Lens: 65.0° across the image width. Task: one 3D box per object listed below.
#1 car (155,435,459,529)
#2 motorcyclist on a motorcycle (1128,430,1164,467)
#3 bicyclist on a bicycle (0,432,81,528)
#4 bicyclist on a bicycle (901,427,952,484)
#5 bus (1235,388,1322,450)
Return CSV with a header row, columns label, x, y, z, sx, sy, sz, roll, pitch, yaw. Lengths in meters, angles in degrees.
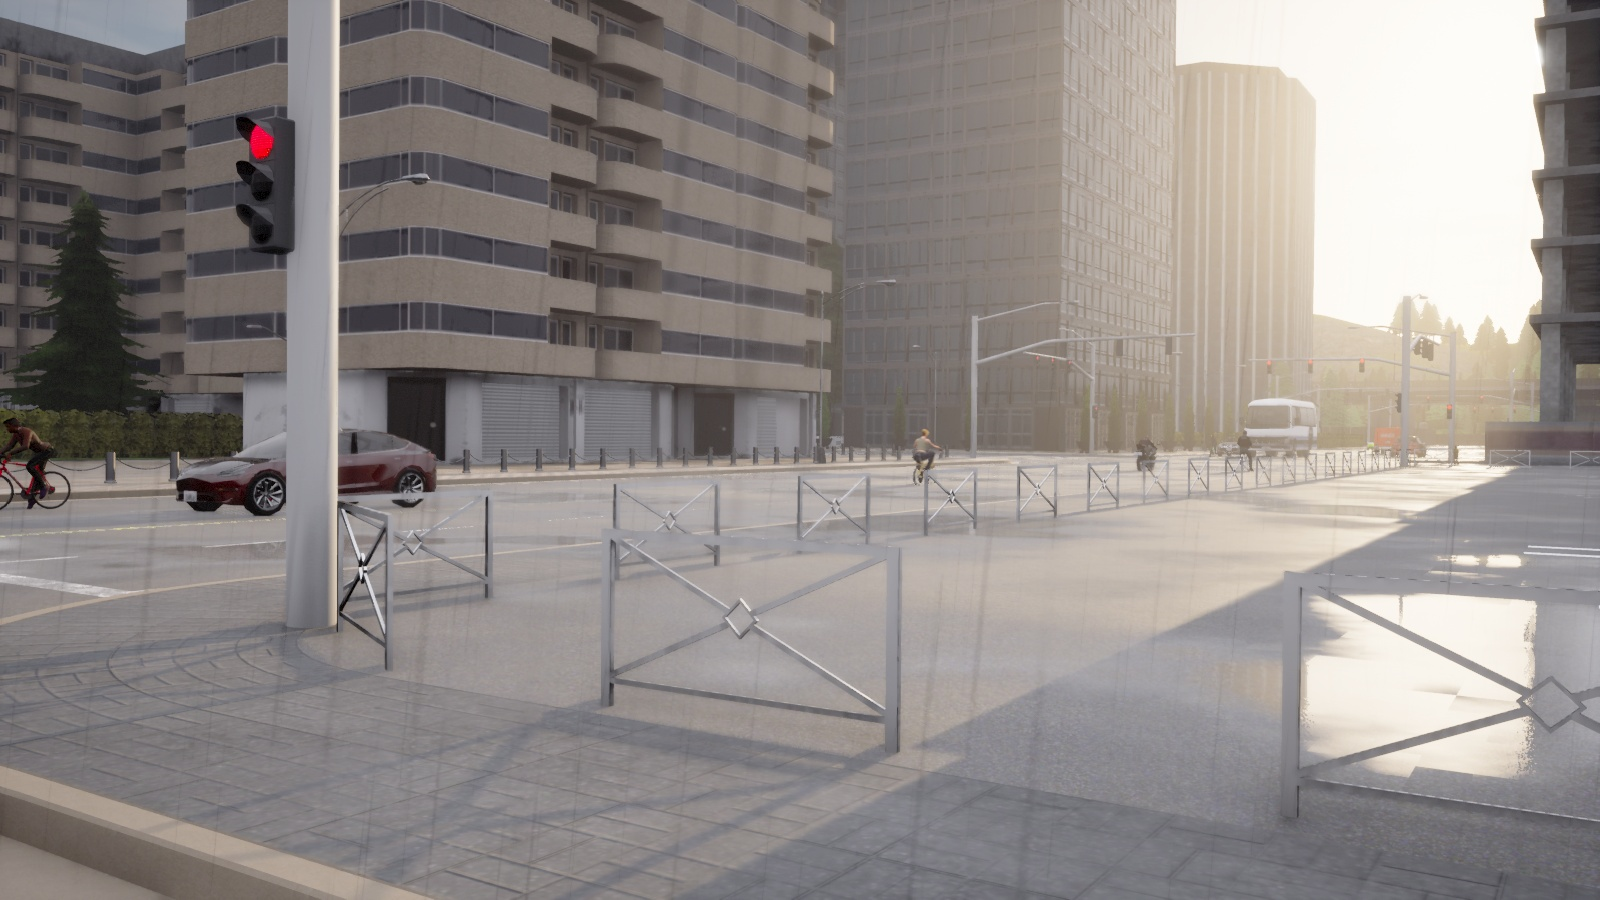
label,x,y,z,sx,sy,sz,roll,pitch,yaw
car,-8.837,0.498,22.939,2.163,1.488,4.792,0,1,33
motorcyclist on a motorcycle,14.695,-0.095,53.325,0.866,1.530,2.191,0,1,33
bicyclist on a bicycle,-13.599,0.507,21.982,0.582,1.620,1.656,0,1,33
bicyclist on a bicycle,3.640,0.144,35.983,0.866,1.612,1.509,0,1,32
bus,35.063,-2.215,91.767,3.944,4.253,10.273,0,1,33
